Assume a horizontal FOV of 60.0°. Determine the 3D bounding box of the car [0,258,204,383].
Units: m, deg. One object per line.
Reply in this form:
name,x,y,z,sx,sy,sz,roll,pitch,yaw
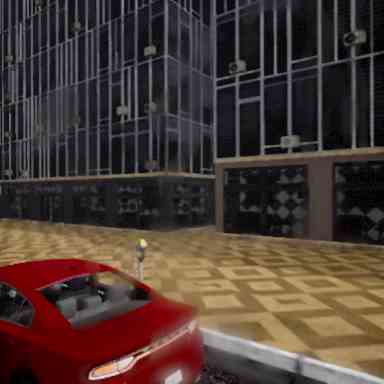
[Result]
car,-1.983,1.552,4.291,4.507,1.381,1.887,0,0,36
